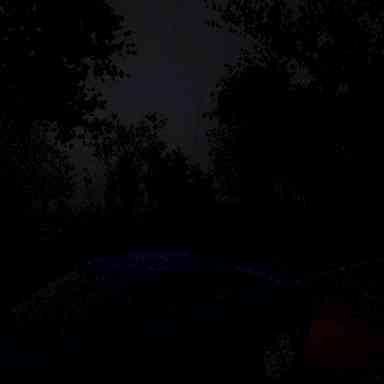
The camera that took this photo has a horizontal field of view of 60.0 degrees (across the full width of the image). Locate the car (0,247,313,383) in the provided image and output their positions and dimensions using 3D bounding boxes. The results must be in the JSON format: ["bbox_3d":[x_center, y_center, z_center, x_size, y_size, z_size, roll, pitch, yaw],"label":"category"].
[{"bbox_3d":[-0.703,1.478,3.807,5.008,1.535,1.882,0,0,-35],"label":"car"}]
